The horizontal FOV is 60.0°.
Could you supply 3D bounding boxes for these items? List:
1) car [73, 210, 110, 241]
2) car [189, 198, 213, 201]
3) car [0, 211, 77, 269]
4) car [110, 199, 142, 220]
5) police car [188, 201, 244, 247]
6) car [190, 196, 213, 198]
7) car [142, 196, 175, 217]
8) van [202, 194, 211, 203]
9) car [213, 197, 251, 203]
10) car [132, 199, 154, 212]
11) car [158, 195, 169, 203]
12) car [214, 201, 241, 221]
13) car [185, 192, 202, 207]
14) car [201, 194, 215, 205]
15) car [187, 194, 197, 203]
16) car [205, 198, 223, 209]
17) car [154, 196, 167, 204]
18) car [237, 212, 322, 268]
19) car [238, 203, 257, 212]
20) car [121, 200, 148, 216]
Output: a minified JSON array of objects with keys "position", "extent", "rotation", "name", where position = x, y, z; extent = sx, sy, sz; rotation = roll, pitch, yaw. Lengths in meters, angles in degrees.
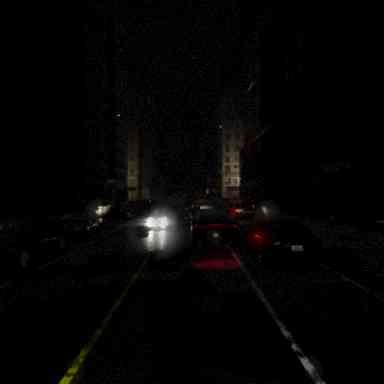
[{"position":[-5.665,1.571,16.607],"extent":[1.802,1.307,4.206],"rotation":[0,0,0],"name":"car"},{"position":[0.904,1.462,25.004],"extent":[1.882,1.535,5.008],"rotation":[0,0,0],"name":"car"},{"position":[-5.666,1.538,11.082],"extent":[1.887,1.381,4.507],"rotation":[0,0,0],"name":"car"},{"position":[-5.664,1.526,27.657],"extent":[1.887,1.381,4.507],"rotation":[0,0,0],"name":"car"},{"position":[0.902,1.416,15.114],"extent":[1.930,1.638,5.238],"rotation":[0,0,0],"name":"police car"},{"position":[0.904,1.457,31.004],"extent":[1.882,1.535,5.008],"rotation":[0,0,0],"name":"car"},{"position":[-3.092,1.470,31.462],"extent":[2.128,1.511,4.902],"rotation":[0,0,0],"name":"car"},{"position":[2.867,1.294,66.336],"extent":[1.690,1.788,3.998],"rotation":[0,0,0],"name":"van"},{"position":[2.862,1.301,22.147],"extent":[2.192,1.841,5.009],"rotation":[0,0,0],"name":"car"},{"position":[-5.662,1.539,38.707],"extent":[1.947,1.339,4.313],"rotation":[0,0,0],"name":"car"},{"position":[-5.659,1.393,66.332],"extent":[1.967,1.590,4.097],"rotation":[0,0,0],"name":"car"},{"position":[2.862,1.507,27.841],"extent":[1.752,1.417,4.829],"rotation":[0,0,0],"name":"car"},{"position":[0.007,1.316,51.484],"extent":[2.097,1.767,4.553],"rotation":[0,0,0],"name":"car"},{"position":[2.867,1.272,60.813],"extent":[2.192,1.841,5.009],"rotation":[0,0,0],"name":"car"},{"position":[0.009,1.315,66.376],"extent":[2.097,1.767,4.553],"rotation":[0,0,0],"name":"car"},{"position":[2.864,1.520,44.242],"extent":[2.008,1.369,4.403],"rotation":[0,0,0],"name":"car"},{"position":[-5.659,1.523,60.807],"extent":[1.947,1.339,4.313],"rotation":[0,0,0],"name":"car"},{"position":[2.860,1.559,11.100],"extent":[1.947,1.339,4.313],"rotation":[0,0,0],"name":"car"},{"position":[2.861,1.515,16.794],"extent":[1.752,1.417,4.829],"rotation":[0,0,0],"name":"car"},{"position":[-5.663,1.543,33.182],"extent":[1.947,1.339,4.313],"rotation":[0,0,0],"name":"car"}]
